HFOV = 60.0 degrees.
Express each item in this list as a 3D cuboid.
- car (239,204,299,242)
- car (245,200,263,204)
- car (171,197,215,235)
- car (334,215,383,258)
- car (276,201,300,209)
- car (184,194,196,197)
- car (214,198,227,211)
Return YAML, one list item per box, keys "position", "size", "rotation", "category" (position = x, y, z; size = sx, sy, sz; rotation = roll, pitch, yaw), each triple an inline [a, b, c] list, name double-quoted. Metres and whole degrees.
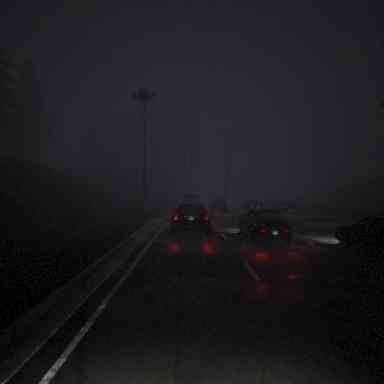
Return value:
- position: [3.489, 1.537, 16.344]
  size: [1.812, 1.442, 4.674]
  rotation: [0, 0, -1]
  category: "car"
- position: [6.776, 1.577, 36.531]
  size: [2.033, 1.411, 5.357]
  rotation: [0, 0, -1]
  category: "car"
- position: [-0.051, 1.379, 18.971]
  size: [2.097, 1.767, 4.553]
  rotation: [0, 0, -1]
  category: "car"
- position: [7.037, 1.540, 11.831]
  size: [2.033, 1.411, 5.357]
  rotation: [0, 0, -1]
  category: "car"
- position: [10.273, 1.618, 36.840]
  size: [1.895, 1.301, 4.718]
  rotation: [0, 0, -1]
  category: "car"
- position: [-0.346, 1.294, 48.718]
  size: [2.150, 2.045, 5.566]
  rotation: [0, 0, -1]
  category: "car"
- position: [3.226, 1.541, 41.629]
  size: [2.128, 1.511, 4.902]
  rotation: [0, 0, -1]
  category: "car"
